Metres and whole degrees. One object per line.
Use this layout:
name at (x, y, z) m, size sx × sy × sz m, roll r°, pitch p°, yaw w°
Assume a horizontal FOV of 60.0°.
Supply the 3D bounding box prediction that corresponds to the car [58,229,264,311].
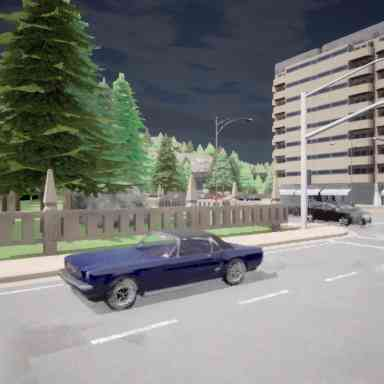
car at (-0.562, 1.601, 7.883) m, size 4.718 × 1.301 × 1.895 m, roll 0°, pitch 0°, yaw -35°

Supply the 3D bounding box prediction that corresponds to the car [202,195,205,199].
car at (0.430, 1.545, 50.906) m, size 1.895 × 1.301 × 4.718 m, roll 0°, pitch 0°, yaw -7°

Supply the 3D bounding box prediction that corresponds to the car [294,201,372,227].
car at (9.672, 1.438, 22.569) m, size 2.128 × 1.511 × 4.902 m, roll 0°, pitch 0°, yaw -26°

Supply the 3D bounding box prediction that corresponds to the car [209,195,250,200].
car at (4.198, 1.422, 38.741) m, size 1.882 × 1.535 × 5.008 m, roll 0°, pitch 0°, yaw -26°

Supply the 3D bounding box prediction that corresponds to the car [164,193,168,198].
car at (-3.327, 1.167, 54.863) m, size 2.150 × 2.045 × 5.566 m, roll 0°, pitch 0°, yaw -1°

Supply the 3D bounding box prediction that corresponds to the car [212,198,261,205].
car at (4.192, 1.545, 31.682) m, size 1.895 × 1.301 × 4.718 m, roll 0°, pitch 0°, yaw -32°

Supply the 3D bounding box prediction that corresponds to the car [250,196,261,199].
car at (14.303, 1.540, 77.284) m, size 1.895 × 1.301 × 4.718 m, roll 0°, pitch 0°, yaw 40°

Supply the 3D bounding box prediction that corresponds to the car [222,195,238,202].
car at (8.588, 1.469, 75.176) m, size 1.812 × 1.442 × 4.674 m, roll 0°, pitch 0°, yaw 32°

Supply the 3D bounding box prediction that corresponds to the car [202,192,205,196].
car at (1.133, 0.887, 66.262) m, size 2.150 × 2.045 × 5.566 m, roll 0°, pitch 0°, yaw 14°

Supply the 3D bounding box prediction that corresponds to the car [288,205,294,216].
car at (10.474, 1.492, 28.328) m, size 2.033 × 1.411 × 5.357 m, roll 0°, pitch 0°, yaw -35°

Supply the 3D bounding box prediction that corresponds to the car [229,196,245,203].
car at (9.239, 1.492, 67.906) m, size 2.033 × 1.411 × 5.357 m, roll 0°, pitch 0°, yaw 20°

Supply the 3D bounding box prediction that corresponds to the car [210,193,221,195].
car at (4.801, 1.166, 65.225) m, size 2.150 × 2.045 × 5.566 m, roll 0°, pitch 0°, yaw 14°

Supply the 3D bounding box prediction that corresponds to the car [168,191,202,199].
car at (-0.979, 1.161, 42.036) m, size 2.150 × 2.045 × 5.566 m, roll 0°, pitch 1°, yaw -18°

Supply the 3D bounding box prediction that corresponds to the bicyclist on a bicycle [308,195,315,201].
bicyclist on a bicycle at (15.306, 1.245, 42.449) m, size 1.656 × 1.620 × 0.582 m, roll 0°, pitch 0°, yaw -29°
